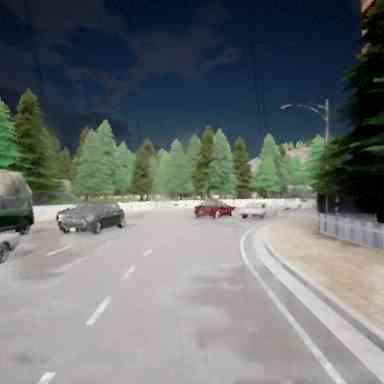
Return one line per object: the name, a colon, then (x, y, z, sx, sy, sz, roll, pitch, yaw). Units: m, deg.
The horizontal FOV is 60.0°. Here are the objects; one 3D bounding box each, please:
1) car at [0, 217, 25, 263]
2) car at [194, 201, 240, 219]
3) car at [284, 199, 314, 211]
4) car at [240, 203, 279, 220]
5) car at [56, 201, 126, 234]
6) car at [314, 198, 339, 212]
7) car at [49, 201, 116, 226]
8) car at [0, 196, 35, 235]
car: (-6.910, 1.601, 9.198, 1.895, 1.301, 4.718, 0, 0, 2)
car: (2.068, 1.480, 28.964, 1.882, 1.535, 5.008, 0, 0, 33)
car: (13.249, 1.529, 40.788, 4.674, 1.442, 1.812, 0, 0, -36)
car: (5.888, 1.603, 28.568, 1.895, 1.301, 4.718, 0, 0, 34)
car: (-5.626, 1.353, 19.281, 2.097, 1.767, 4.553, 0, 0, 13)
car: (17.180, 1.495, 39.218, 4.902, 1.511, 2.128, 0, 0, -32)
car: (-7.817, 1.493, 24.371, 2.128, 1.511, 4.902, 0, 0, 19)
car: (-9.836, 1.222, 15.778, 2.150, 2.045, 5.566, 0, 0, 8)
